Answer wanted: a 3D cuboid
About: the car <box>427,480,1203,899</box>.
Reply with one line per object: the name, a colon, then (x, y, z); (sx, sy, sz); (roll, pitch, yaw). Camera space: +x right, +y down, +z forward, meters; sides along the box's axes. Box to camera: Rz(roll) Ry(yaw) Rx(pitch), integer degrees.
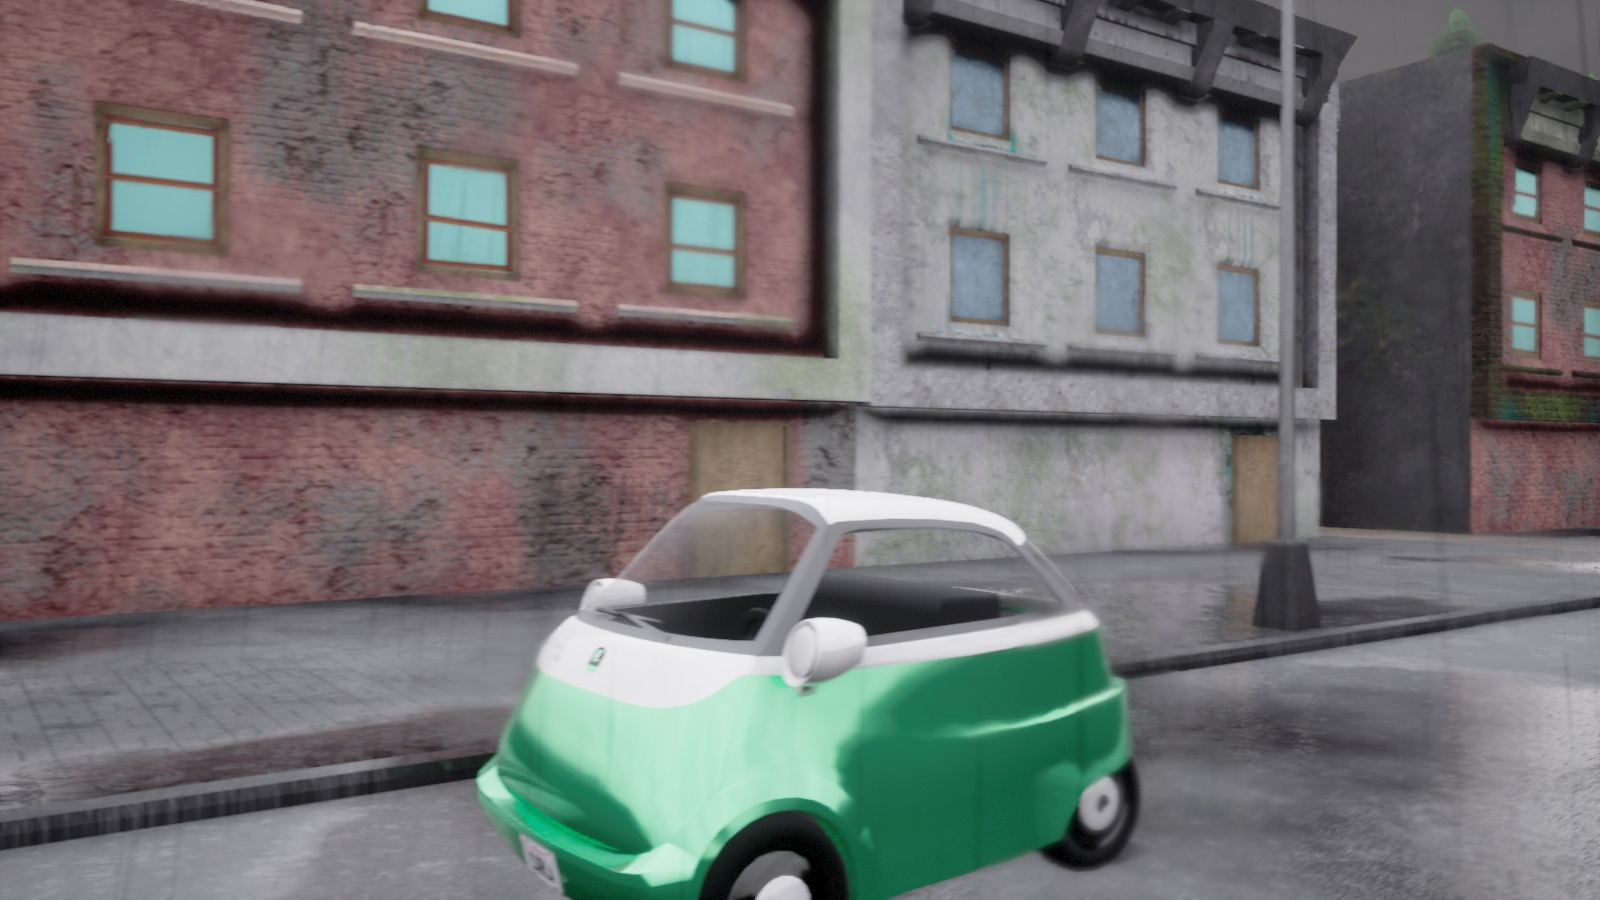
car: (0.060, 0.810, 4.311); (2.207, 1.376, 1.481); (0, 0, -35)
